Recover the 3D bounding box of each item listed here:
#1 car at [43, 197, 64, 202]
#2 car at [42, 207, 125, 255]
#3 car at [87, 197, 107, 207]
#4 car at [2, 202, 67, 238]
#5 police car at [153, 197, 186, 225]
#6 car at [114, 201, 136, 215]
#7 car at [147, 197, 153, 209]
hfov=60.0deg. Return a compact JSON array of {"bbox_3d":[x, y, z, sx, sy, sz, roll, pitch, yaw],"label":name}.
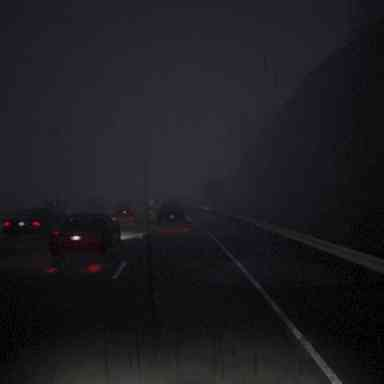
[{"bbox_3d":[-13.691,1.356,33.031,2.128,1.511,4.902,0,0,-10],"label":"car"},{"bbox_3d":[-4.047,1.508,13.172,1.994,1.385,4.181,0,0,-4],"label":"car"},{"bbox_3d":[-11.421,1.321,39.987,2.128,1.511,4.902,0,0,-11],"label":"car"},{"bbox_3d":[-7.888,1.477,17.414,2.033,1.411,5.357,0,0,-6],"label":"car"},{"bbox_3d":[-1.585,1.319,23.506,1.930,1.638,5.238,0,1,-7],"label":"police car"},{"bbox_3d":[-6.259,1.465,31.249,1.895,1.301,4.718,0,0,-10],"label":"car"},{"bbox_3d":[-4.496,1.343,41.034,1.812,1.442,4.674,0,0,-11],"label":"car"}]
